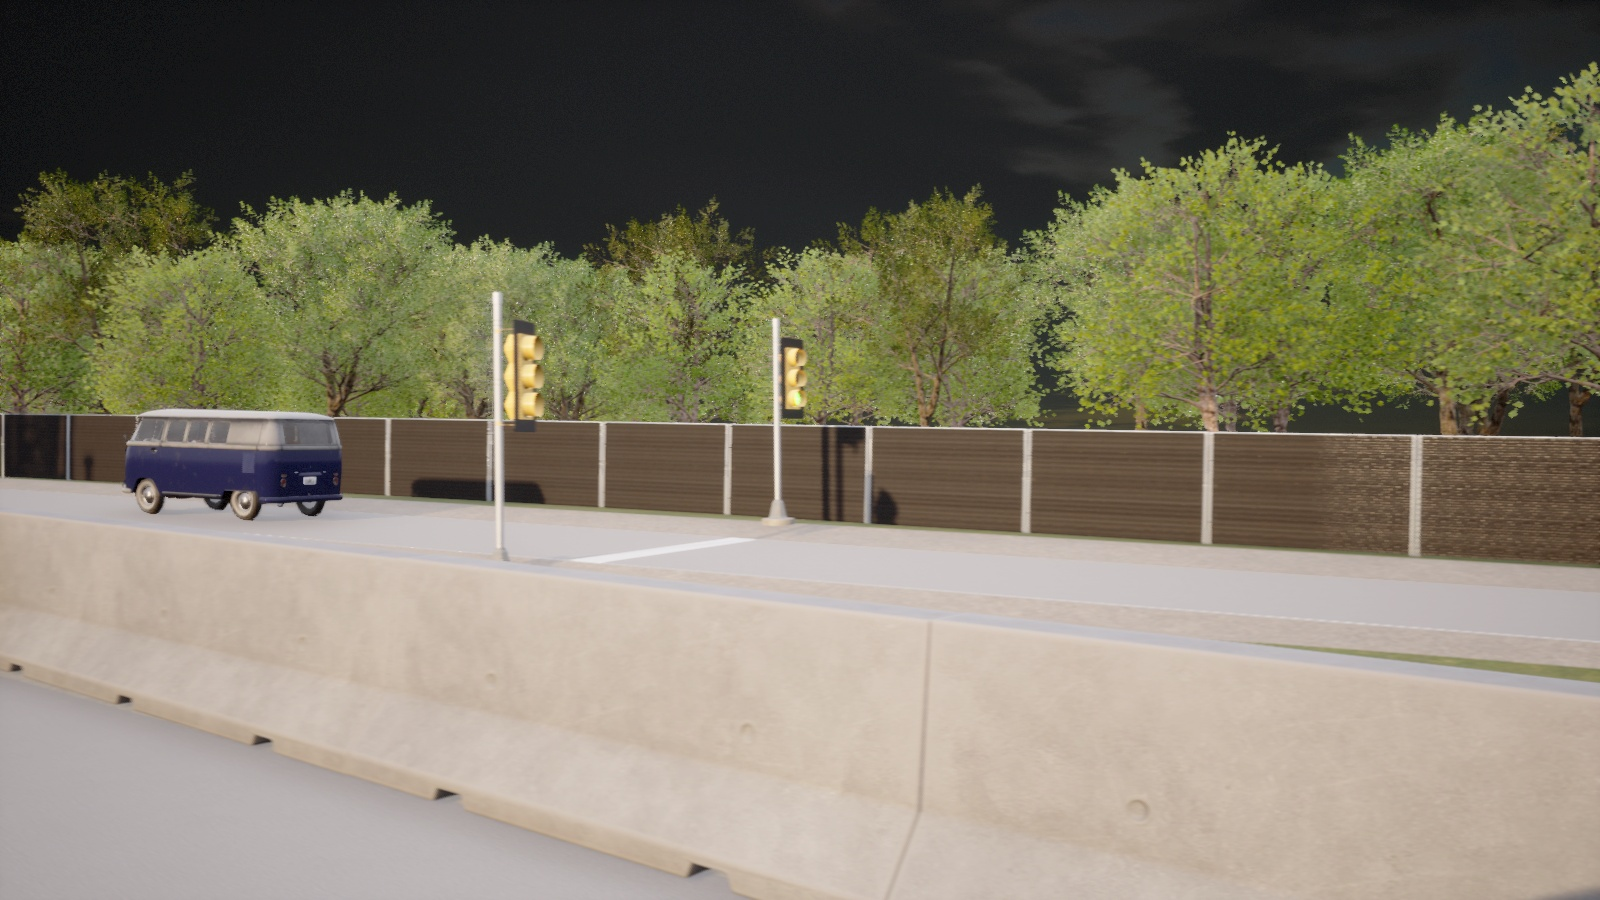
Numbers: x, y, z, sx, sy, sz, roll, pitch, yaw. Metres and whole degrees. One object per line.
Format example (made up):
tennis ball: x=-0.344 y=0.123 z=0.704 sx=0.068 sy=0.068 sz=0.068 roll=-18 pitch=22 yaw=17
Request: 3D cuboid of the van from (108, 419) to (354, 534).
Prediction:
van: x=-10.706 y=0.427 z=23.580 sx=4.442 sy=1.987 sz=1.775 roll=1 pitch=1 yaw=26
